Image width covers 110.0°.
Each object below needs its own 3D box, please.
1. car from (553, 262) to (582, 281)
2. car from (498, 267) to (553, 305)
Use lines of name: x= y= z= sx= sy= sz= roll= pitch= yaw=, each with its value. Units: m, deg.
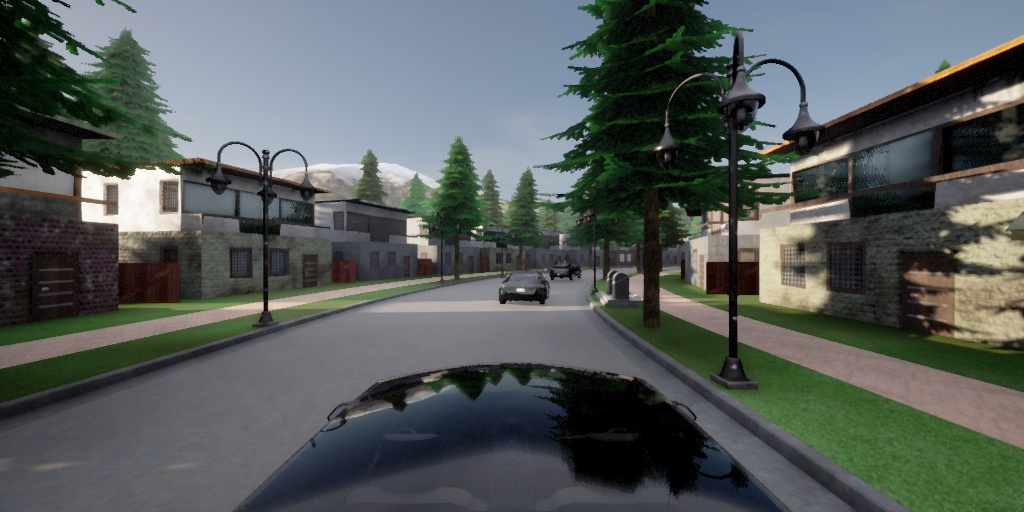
car: x=4.577 y=1.245 z=30.186 sx=2.128 sy=1.511 sz=4.902 roll=0 pitch=0 yaw=23
car: x=0.641 y=1.322 z=16.208 sx=1.994 sy=1.385 sz=4.181 roll=0 pitch=0 yaw=9
